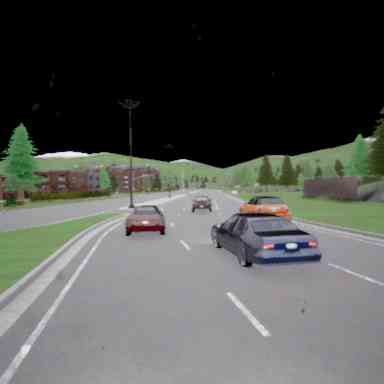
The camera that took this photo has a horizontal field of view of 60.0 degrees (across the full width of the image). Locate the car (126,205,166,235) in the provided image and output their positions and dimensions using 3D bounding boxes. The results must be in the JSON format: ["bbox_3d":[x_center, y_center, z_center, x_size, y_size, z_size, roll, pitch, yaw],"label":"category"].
[{"bbox_3d":[-2.428,1.398,17.807,1.994,1.385,4.181,-1,1,-6],"label":"car"}]

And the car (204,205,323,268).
[{"bbox_3d":[2.035,1.375,10.748,2.033,1.411,5.357,-1,1,-10],"label":"car"}]

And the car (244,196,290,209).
[{"bbox_3d":[4.361,1.015,20.445,2.097,1.767,4.553,-1,1,-4],"label":"car"}]

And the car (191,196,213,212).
[{"bbox_3d":[0.991,1.110,32.811,1.812,1.442,4.674,-1,1,2],"label":"car"}]
